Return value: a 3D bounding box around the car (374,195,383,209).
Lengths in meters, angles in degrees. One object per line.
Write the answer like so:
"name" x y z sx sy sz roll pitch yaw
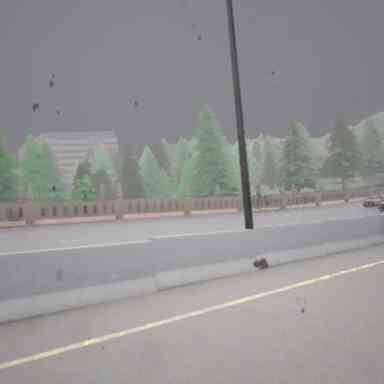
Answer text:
"car" 19.099 1.041 30.489 5.008 1.535 1.882 -2 1 -35

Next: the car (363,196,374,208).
"car" 20.089 0.975 35.487 4.181 1.385 1.994 -3 2 -35

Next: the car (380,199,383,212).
"car" 15.783 1.312 23.838 4.718 1.301 1.895 -1 0 -35
